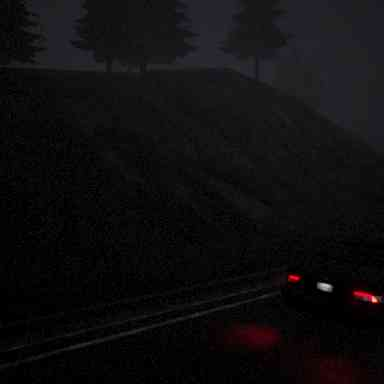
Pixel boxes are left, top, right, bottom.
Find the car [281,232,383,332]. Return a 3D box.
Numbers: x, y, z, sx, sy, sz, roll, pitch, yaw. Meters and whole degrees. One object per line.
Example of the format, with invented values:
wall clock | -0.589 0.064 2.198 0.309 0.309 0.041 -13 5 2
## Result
car | 4.096 1.540 6.723 5.357 1.411 2.033 0 0 -37
